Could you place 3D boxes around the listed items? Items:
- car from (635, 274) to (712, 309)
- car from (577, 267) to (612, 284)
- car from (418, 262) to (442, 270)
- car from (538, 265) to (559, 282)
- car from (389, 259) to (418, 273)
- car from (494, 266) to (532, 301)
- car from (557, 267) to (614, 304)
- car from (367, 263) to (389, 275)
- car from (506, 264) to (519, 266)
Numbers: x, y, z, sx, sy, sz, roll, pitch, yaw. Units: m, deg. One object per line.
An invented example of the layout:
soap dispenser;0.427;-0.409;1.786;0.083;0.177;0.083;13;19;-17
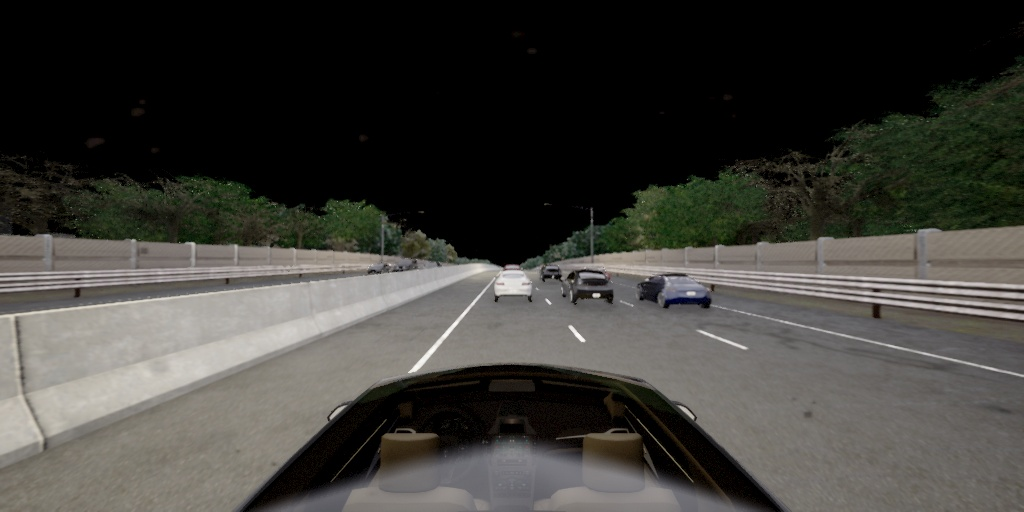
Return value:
car;7.056;1.475;16.116;1.994;1.385;4.181;0;-1;0
car;7.031;1.648;31.071;1.895;1.301;4.718;0;0;0
car;-10.662;1.564;47.958;2.097;1.767;4.553;0;-1;0
car;3.537;1.571;33.280;1.837;1.490;4.892;0;0;0
car;-14.161;1.440;48.274;2.150;2.045;5.566;0;-1;0
car;0.063;1.465;18.784;1.812;1.442;4.674;0;0;0
car;3.561;1.432;17.520;1.837;1.490;4.892;0;-1;0
car;-17.659;1.718;47.991;1.837;1.490;4.892;0;-1;0
car;0.037;1.555;34.677;1.882;1.535;5.008;0;0;0
